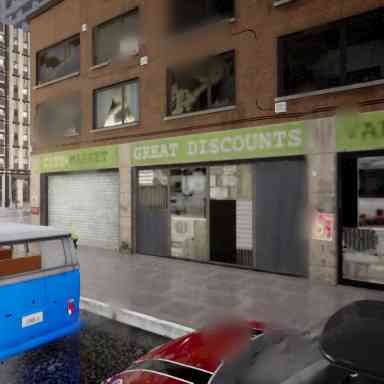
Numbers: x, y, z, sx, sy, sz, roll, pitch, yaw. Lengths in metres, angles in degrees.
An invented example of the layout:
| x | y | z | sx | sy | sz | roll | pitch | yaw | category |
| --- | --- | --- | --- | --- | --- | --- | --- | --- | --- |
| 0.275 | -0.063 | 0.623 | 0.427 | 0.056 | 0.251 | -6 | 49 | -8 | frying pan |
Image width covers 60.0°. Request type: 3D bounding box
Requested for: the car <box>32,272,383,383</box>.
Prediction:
| x | y | z | sx | sy | sz | roll | pitch | yaw | category |
| --- | --- | --- | --- | --- | --- | --- | --- | --- | --- |
| 1.155 | 1.440 | 1.903 | 4.097 | 1.590 | 1.967 | 0 | 0 | 35 | car |

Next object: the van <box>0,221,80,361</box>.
| x | y | z | sx | sy | sz | roll | pitch | yaw | category |
| --- | --- | --- | --- | --- | --- | --- | --- | --- | --- |
| -3.485 | 1.343 | 5.197 | 3.998 | 1.788 | 1.690 | 0 | 0 | 35 | van |
